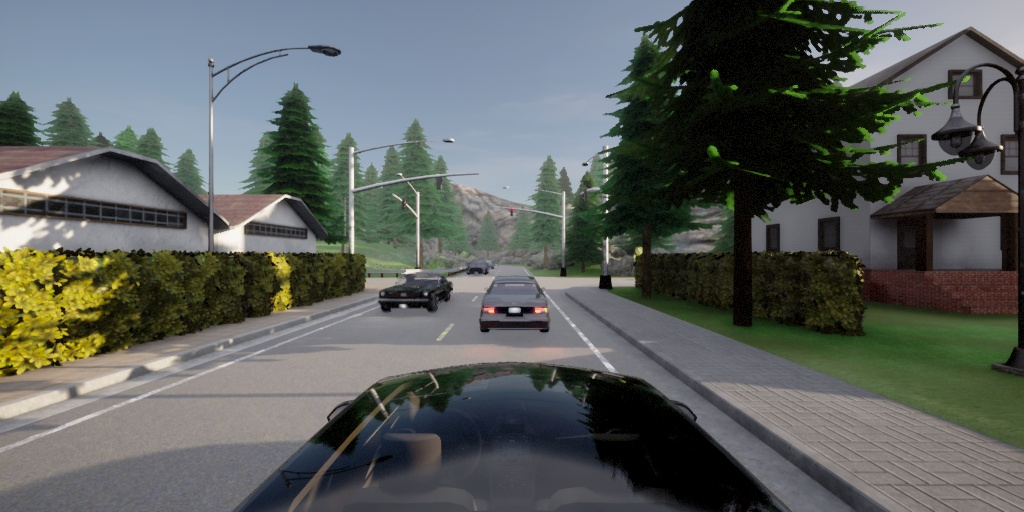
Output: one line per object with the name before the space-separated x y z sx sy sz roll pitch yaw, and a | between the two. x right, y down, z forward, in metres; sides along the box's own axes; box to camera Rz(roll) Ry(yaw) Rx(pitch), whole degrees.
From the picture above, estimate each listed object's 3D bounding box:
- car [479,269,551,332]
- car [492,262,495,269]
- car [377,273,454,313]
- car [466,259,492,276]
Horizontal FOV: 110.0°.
car | 0.079 1.297 10.770 2.033 1.411 5.357 0 0 0
car | -3.547 1.275 51.708 1.812 1.442 4.674 0 0 0
car | -3.587 1.351 14.081 1.895 1.301 4.718 0 0 0
car | -3.564 1.101 37.738 2.097 1.767 4.553 0 0 0
